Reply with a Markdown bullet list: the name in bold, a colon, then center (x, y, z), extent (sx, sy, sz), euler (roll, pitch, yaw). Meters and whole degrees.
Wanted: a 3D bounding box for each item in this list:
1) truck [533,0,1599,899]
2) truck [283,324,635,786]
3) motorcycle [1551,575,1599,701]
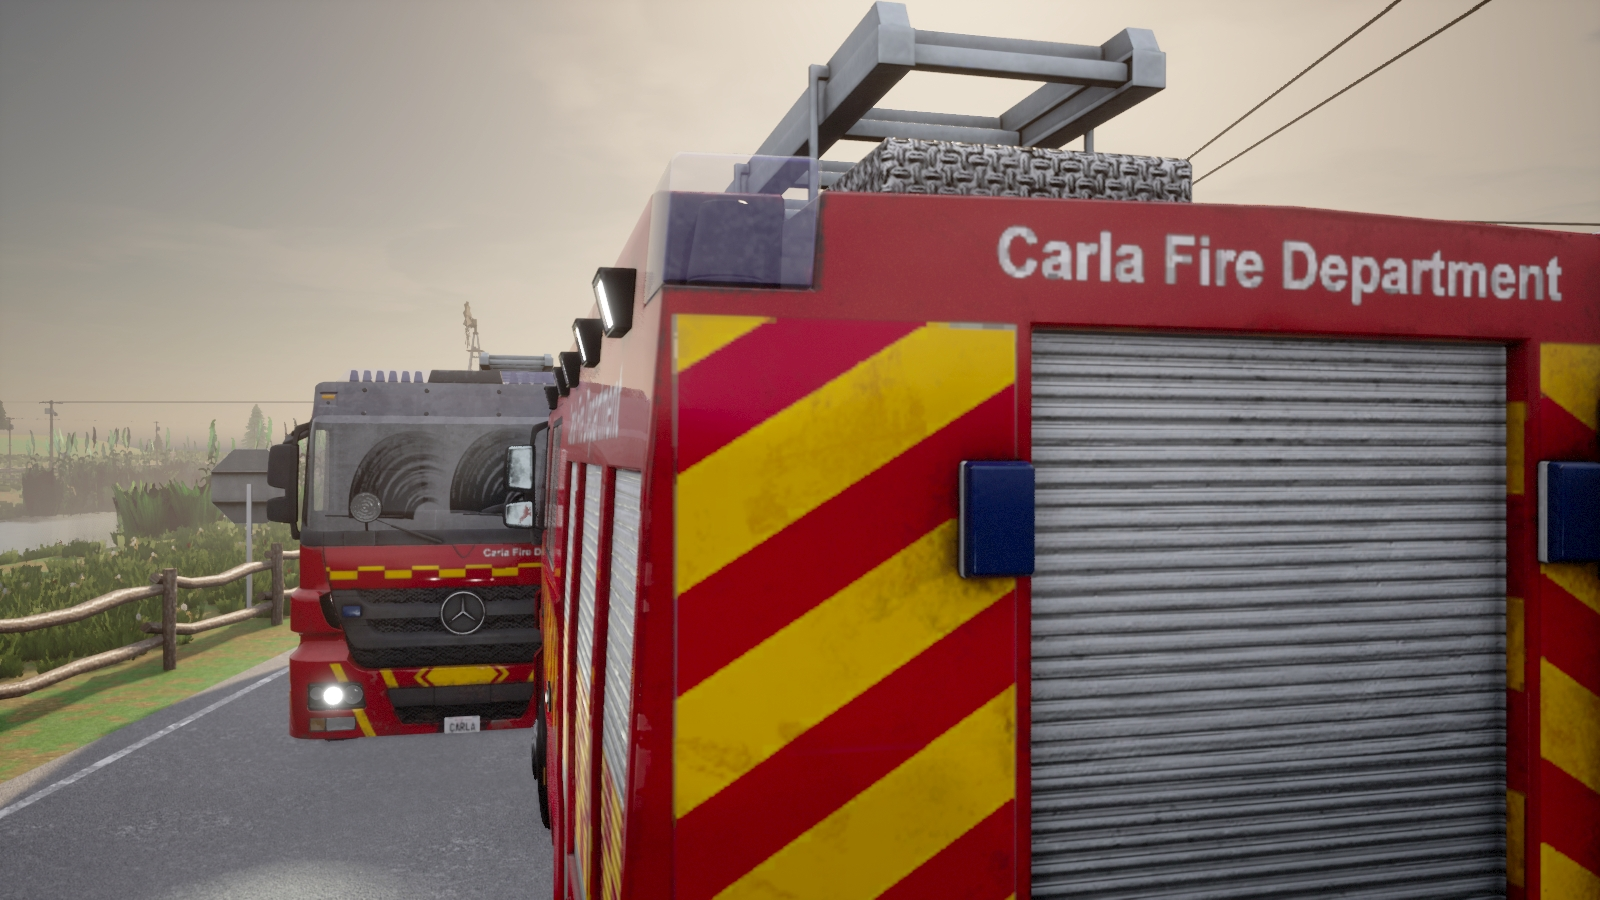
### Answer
- **truck**: center (-0.054, 0.867, 6.871), extent (2.891, 3.827, 8.468), euler (0, 0, -14)
- **truck**: center (-3.898, 0.862, 13.923), extent (2.891, 3.827, 8.468), euler (0, 0, -14)
- **motorcycle**: center (9.798, 2.142, 13.155), extent (1.805, 1.316, 0.856), euler (0, 0, -7)
